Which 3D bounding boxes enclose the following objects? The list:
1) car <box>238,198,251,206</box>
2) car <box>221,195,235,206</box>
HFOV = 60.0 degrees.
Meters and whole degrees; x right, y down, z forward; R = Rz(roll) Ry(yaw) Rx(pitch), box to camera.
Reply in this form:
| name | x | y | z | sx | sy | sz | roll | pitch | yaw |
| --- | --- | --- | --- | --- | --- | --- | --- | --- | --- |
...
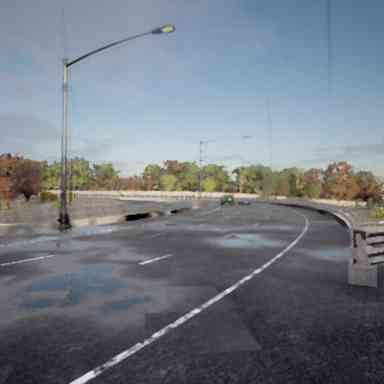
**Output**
| name | x | y | z | sx | sy | sz | roll | pitch | yaw |
| --- | --- | --- | --- | --- | --- | --- | --- | --- | --- |
| car | 10.189 | 1.906 | 64.436 | 1.994 | 1.385 | 4.181 | 1 | 0 | -1 |
| car | 6.741 | 1.526 | 62.913 | 2.150 | 2.045 | 5.566 | 1 | 0 | -2 |
